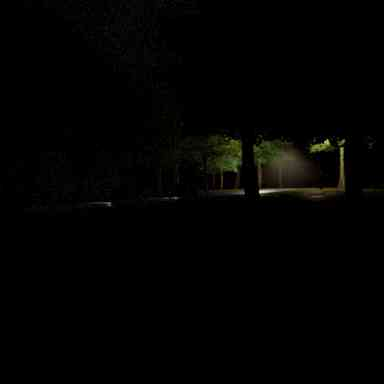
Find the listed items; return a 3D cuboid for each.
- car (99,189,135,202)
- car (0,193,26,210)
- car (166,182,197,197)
[{"bbox_3d":[-8.869,0.385,39.717,1.812,1.442,4.674,-1,2,38],"label":"car"},{"bbox_3d":[-17.232,0.896,29.198,1.837,1.490,4.892,0,2,40],"label":"car"},{"bbox_3d":[-1.470,-0.384,49.335,2.150,2.045,5.566,-1,2,37],"label":"car"}]
